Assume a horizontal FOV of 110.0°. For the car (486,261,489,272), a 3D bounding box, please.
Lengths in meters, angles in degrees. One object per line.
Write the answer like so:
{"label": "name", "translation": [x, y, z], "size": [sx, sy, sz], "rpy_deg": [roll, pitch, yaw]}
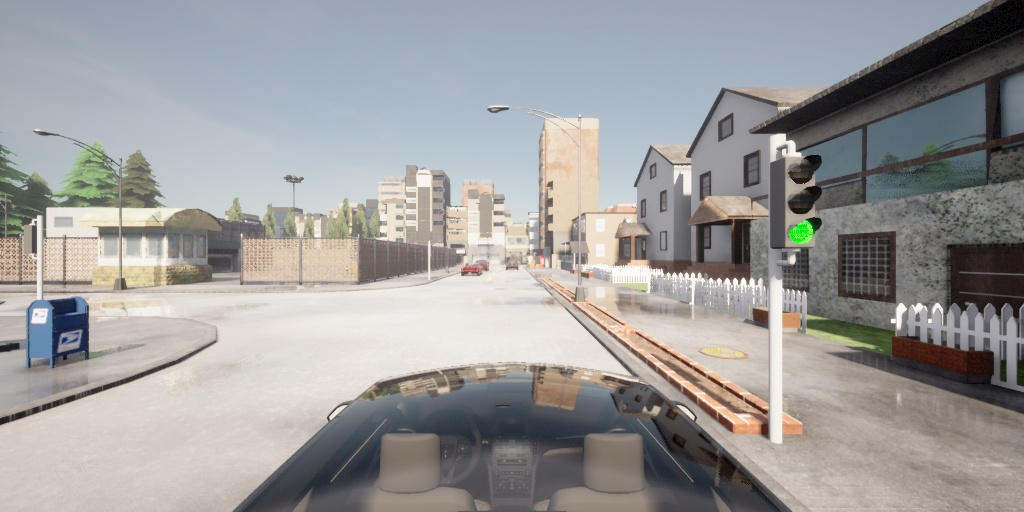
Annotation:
{"label": "car", "translation": [-4.112, 1.227, 47.681], "size": [1.882, 1.535, 5.008], "rpy_deg": [0, 0, 0]}

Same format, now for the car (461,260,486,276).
{"label": "car", "translation": [-4.121, 1.351, 37.175], "size": [1.895, 1.301, 4.718], "rpy_deg": [0, 0, 0]}

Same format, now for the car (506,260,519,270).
{"label": "car", "translation": [0.057, 1.297, 51.652], "size": [2.033, 1.411, 5.357], "rpy_deg": [0, 0, 1]}
